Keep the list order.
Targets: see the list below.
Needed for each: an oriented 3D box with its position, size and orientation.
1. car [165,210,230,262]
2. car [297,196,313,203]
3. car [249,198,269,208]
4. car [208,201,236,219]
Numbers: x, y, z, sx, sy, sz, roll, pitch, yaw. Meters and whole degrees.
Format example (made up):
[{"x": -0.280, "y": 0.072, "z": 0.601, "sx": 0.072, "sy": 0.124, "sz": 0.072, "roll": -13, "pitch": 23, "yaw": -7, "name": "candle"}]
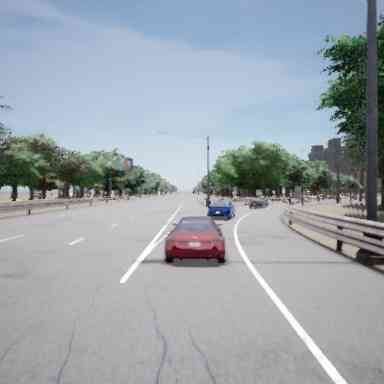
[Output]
[{"x": 0.190, "y": 1.561, "z": 12.129, "sx": 1.994, "sy": 1.385, "sz": 4.181, "roll": 0, "pitch": 0, "yaw": 3, "name": "car"}, {"x": 22.157, "y": 1.468, "z": 65.331, "sx": 1.812, "sy": 1.442, "sz": 4.674, "roll": 0, "pitch": 0, "yaw": 42, "name": "car"}, {"x": 9.527, "y": 1.516, "z": 47.087, "sx": 1.812, "sy": 1.442, "sz": 4.674, "roll": 0, "pitch": 0, "yaw": 27, "name": "car"}, {"x": 2.659, "y": 1.488, "z": 28.887, "sx": 1.882, "sy": 1.535, "sz": 5.008, "roll": 0, "pitch": 0, "yaw": 14, "name": "car"}]
